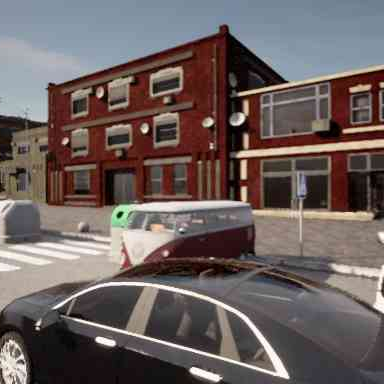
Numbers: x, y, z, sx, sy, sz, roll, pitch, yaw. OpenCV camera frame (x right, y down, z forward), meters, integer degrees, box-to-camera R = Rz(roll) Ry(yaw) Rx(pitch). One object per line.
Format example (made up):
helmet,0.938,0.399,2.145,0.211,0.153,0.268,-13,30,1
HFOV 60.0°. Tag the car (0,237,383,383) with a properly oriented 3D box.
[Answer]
car,-0.196,1.479,3.490,4.892,1.490,1.837,-1,-1,34

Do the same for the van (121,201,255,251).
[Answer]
van,0.011,1.242,8.708,1.878,1.987,4.442,0,0,34
